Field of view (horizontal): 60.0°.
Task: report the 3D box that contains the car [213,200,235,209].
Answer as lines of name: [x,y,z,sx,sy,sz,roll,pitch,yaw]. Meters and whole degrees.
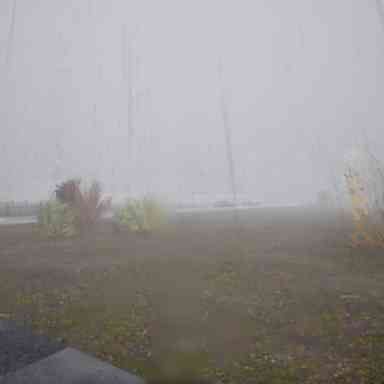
car: [5.327,1.986,54.885,2.128,1.511,4.902,-1,-1,36]

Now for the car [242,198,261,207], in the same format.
car: [11.312,1.961,63.304,2.097,1.767,4.553,-1,-1,36]
